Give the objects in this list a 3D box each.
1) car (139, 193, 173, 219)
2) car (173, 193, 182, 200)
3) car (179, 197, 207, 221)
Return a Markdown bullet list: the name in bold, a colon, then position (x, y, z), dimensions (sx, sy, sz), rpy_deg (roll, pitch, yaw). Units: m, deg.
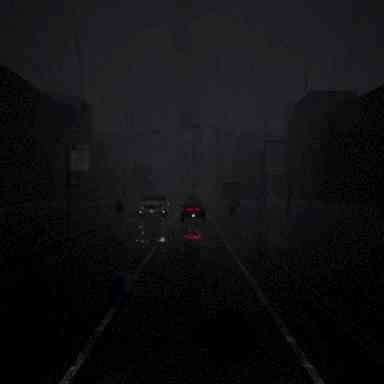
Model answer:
- **car**: position (-3.094, 1.093, 28.303), dimensions (2.150, 2.045, 5.566), rpy_deg (0, 1, 0)
- **car**: position (-2.990, 0.963, 68.758), dimensions (2.128, 1.511, 4.902), rpy_deg (0, 1, 0)
- **car**: position (0.104, 1.398, 25.845), dimensions (1.837, 1.490, 4.892), rpy_deg (0, 0, 0)
